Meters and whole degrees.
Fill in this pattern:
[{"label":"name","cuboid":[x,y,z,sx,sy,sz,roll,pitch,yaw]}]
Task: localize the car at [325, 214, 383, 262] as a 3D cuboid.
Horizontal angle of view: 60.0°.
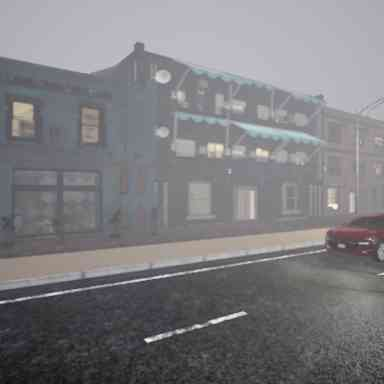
[{"label":"car","cuboid":[7.111,1.581,12.750,5.008,1.535,1.882,1,0,-35]}]
